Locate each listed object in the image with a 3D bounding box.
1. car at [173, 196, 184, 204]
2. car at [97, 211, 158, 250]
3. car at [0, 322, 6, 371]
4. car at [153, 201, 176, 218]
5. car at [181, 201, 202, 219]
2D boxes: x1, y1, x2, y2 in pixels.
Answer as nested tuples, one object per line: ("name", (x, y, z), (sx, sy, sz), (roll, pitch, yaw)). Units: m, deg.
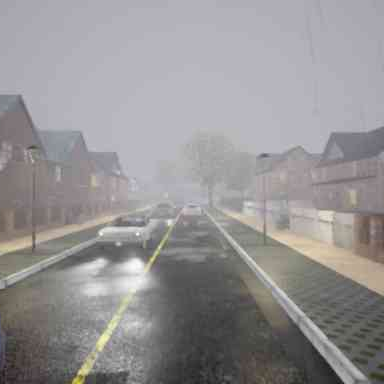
("car", (-2.945, 1.945, 74.528), (2.150, 2.045, 5.566), (0, -1, 0))
("car", (-2.878, 1.775, 15.323), (1.895, 1.301, 4.718), (0, -1, 0))
("car", (-2.853, 1.549, 1.715), (1.812, 1.442, 4.674), (0, -1, 0))
("car", (-2.936, 1.893, 34.204), (1.812, 1.442, 4.674), (0, -1, 0))
("car", (0.022, 1.884, 33.529), (1.812, 1.442, 4.674), (0, -1, 0))
